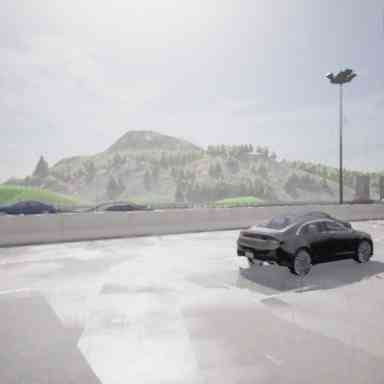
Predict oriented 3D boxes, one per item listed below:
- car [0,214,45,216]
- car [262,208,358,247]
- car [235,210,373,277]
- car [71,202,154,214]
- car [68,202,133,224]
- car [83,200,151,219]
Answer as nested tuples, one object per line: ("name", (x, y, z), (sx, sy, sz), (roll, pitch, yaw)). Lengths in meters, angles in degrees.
("car", (-14.191, 1.400, 28.064), (5.008, 1.535, 1.882), (0, 0, -34))
("car", (5.499, 1.532, 15.451), (4.181, 1.385, 1.994), (0, 0, -31))
("car", (3.575, 1.470, 10.177), (4.902, 1.511, 2.128), (0, 0, -32))
("car", (-5.002, 1.493, 21.578), (5.357, 1.411, 2.033), (0, 0, -33))
("car", (-6.740, 1.500, 24.573), (4.181, 1.385, 1.994), (0, 0, -32))
("car", (-6.467, 1.474, 28.919), (5.357, 1.411, 2.033), (0, 0, -32))
